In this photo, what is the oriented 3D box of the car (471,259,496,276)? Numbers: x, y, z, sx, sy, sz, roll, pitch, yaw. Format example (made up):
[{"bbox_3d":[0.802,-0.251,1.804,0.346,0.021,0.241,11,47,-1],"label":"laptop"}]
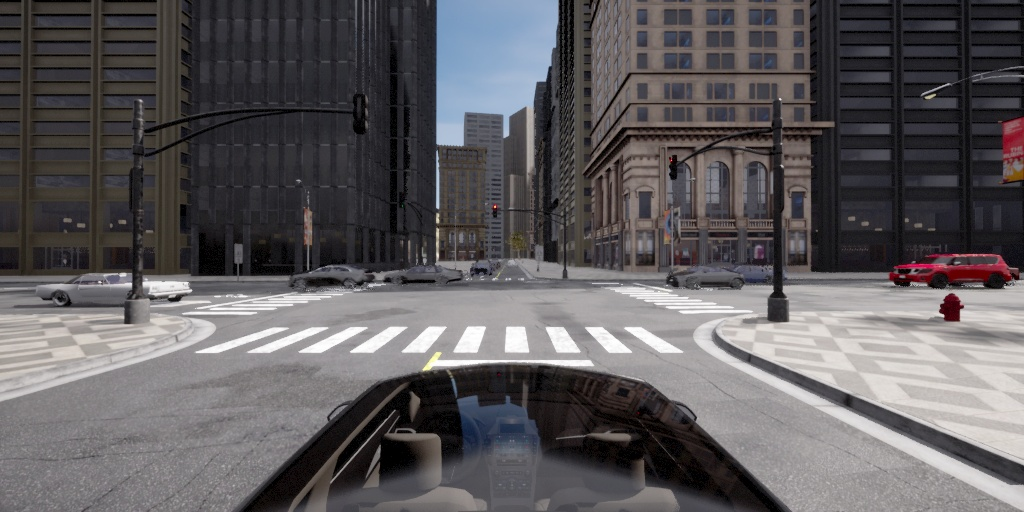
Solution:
[{"bbox_3d":[-3.058,1.145,37.598,2.097,1.767,4.553,0,0,0],"label":"car"}]

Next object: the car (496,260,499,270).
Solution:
[{"bbox_3d":[-3.070,1.377,46.370,1.994,1.385,4.181,0,0,0],"label":"car"}]

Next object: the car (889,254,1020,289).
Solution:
[{"bbox_3d":[26.397,0.908,21.713,5.566,2.045,2.150,0,0,0],"label":"car"}]

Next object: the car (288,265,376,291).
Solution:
[{"bbox_3d":[-10.797,1.285,21.669,4.902,1.511,2.128,0,0,0],"label":"car"}]

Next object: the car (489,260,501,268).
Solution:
[{"bbox_3d":[-3.048,1.430,65.369,1.994,1.385,4.181,0,0,0],"label":"car"}]

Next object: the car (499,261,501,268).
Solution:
[{"bbox_3d":[-3.069,1.400,55.402,1.994,1.385,4.181,0,0,0],"label":"car"}]

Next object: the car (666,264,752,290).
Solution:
[{"bbox_3d":[11.648,1.287,21.698,4.181,1.385,1.994,0,0,0],"label":"car"}]

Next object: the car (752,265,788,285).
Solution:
[{"bbox_3d":[15.994,1.282,24.952,5.357,1.411,2.033,0,0,0],"label":"car"}]

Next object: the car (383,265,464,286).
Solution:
[{"bbox_3d":[-6.053,1.328,24.922,5.357,1.411,2.033,-1,0,0],"label":"car"}]

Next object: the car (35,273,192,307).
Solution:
[{"bbox_3d":[-16.379,1.366,14.963,4.718,1.301,1.895,0,0,0],"label":"car"}]
